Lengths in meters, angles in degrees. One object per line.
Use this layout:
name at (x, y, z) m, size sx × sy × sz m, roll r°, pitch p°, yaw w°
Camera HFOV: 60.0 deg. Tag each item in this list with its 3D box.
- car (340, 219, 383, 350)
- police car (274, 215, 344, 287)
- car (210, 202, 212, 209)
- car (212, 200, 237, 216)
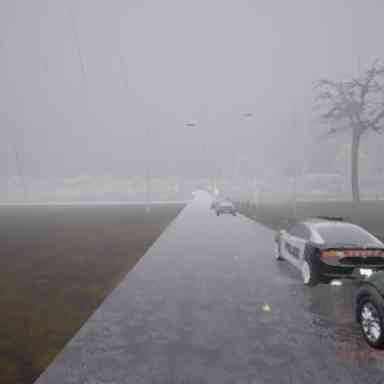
car at (3.605, 1.390, 3.441) m, size 2.097 × 1.767 × 4.553 m, roll 1°, pitch 0°, yaw 1°
police car at (3.707, 1.478, 9.583) m, size 1.930 × 1.638 × 5.238 m, roll 1°, pitch 0°, yaw 1°
car at (3.473, 1.689, 45.219) m, size 1.895 × 1.301 × 4.718 m, roll 1°, pitch 0°, yaw 1°
car at (3.303, 1.613, 33.166) m, size 1.812 × 1.442 × 4.674 m, roll 1°, pitch 0°, yaw 1°
